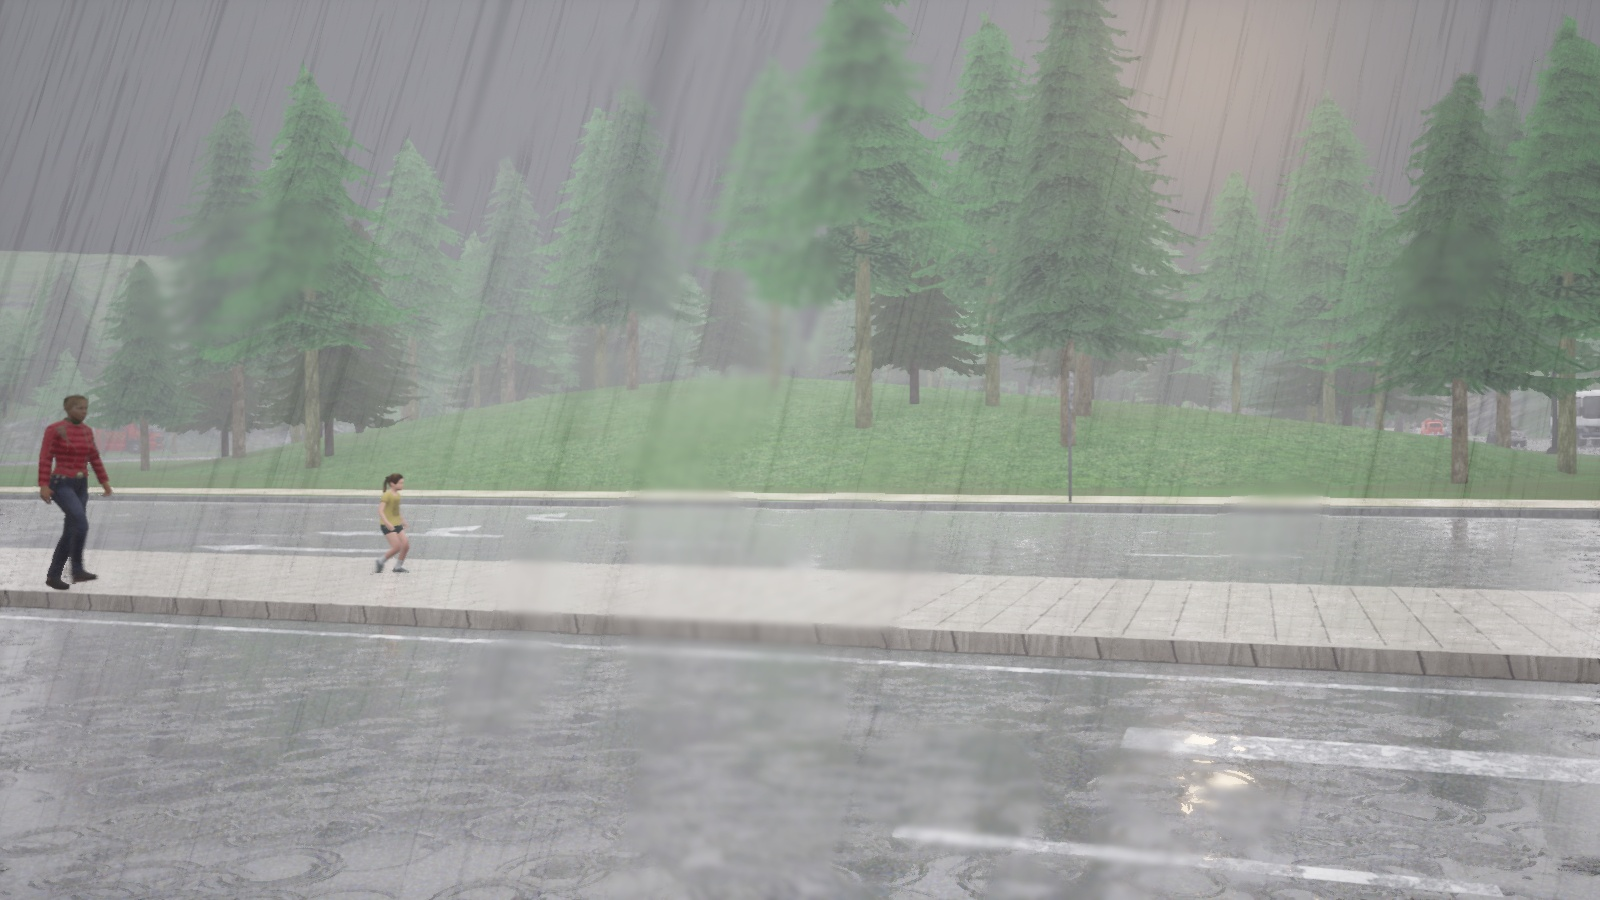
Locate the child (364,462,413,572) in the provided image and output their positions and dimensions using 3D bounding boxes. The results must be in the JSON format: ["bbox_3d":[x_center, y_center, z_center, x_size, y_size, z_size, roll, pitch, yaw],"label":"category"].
[{"bbox_3d":[-4.252,0.685,12.980,0.394,1.110,0.255,0,1,14],"label":"child"}]

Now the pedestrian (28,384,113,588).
[{"bbox_3d":[-6.761,0.326,11.644,0.636,1.846,0.331,0,1,20],"label":"pedestrian"}]
